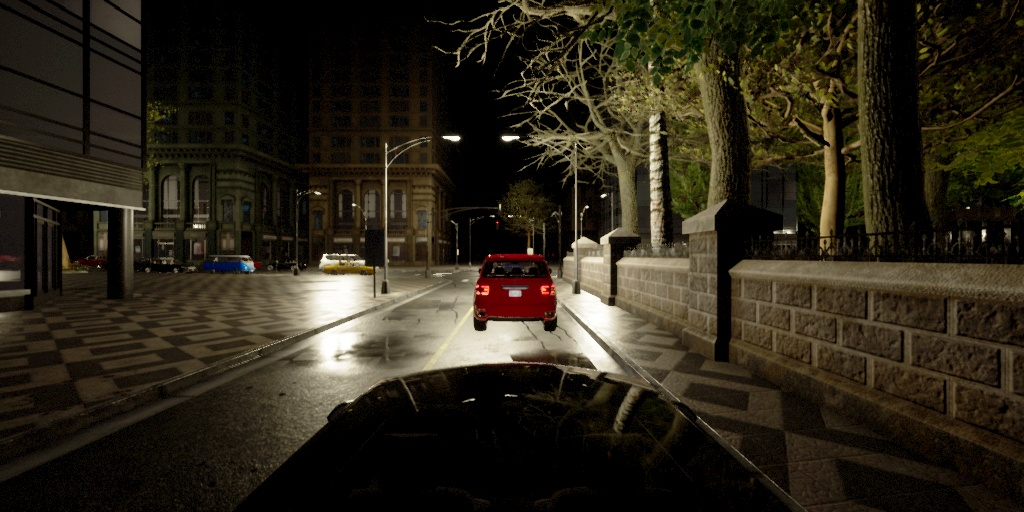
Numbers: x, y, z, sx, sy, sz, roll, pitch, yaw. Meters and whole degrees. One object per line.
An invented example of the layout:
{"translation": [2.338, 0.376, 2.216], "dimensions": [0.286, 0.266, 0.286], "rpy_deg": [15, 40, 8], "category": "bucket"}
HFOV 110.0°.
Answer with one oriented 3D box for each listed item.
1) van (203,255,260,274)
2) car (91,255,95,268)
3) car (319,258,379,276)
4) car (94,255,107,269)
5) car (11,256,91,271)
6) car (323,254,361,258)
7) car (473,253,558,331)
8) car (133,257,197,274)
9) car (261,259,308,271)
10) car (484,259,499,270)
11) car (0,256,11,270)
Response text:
{"translation": [-26.352, 0.834, 33.446], "dimensions": [3.998, 1.789, 1.690], "rpy_deg": [0, 0, 0], "category": "van"}
{"translation": [-48.784, 0.622, 42.103], "dimensions": [4.097, 1.591, 1.967], "rpy_deg": [0, 0, 0], "category": "car"}
{"translation": [-14.941, 1.140, 33.380], "dimensions": [4.829, 1.417, 1.751], "rpy_deg": [0, 0, 0], "category": "car"}
{"translation": [-38.054, 0.887, 36.189], "dimensions": [5.357, 1.411, 2.033], "rpy_deg": [1, 0, 1], "category": "car"}
{"translation": [-43.040, 0.792, 33.544], "dimensions": [4.829, 1.417, 1.751], "rpy_deg": [0, 0, 0], "category": "car"}
{"translation": [-16.373, 0.824, 36.053], "dimensions": [5.566, 2.045, 2.150], "rpy_deg": [0, 0, 1], "category": "car"}
{"translation": [0.099, 0.970, 11.067], "dimensions": [2.150, 2.045, 5.566], "rpy_deg": [0, 0, 0], "category": "car"}
{"translation": [-31.970, 0.973, 33.479], "dimensions": [4.403, 1.370, 2.007], "rpy_deg": [0, 0, 0], "category": "car"}
{"translation": [-26.312, 1.057, 41.972], "dimensions": [4.313, 1.339, 1.948], "rpy_deg": [0, 0, 0], "category": "car"}
{"translation": [-3.119, 1.209, 54.058], "dimensions": [2.033, 1.411, 5.357], "rpy_deg": [0, 0, -4], "category": "car"}
{"translation": [-48.827, 0.735, 33.577], "dimensions": [4.403, 1.370, 2.007], "rpy_deg": [0, 0, 0], "category": "car"}
